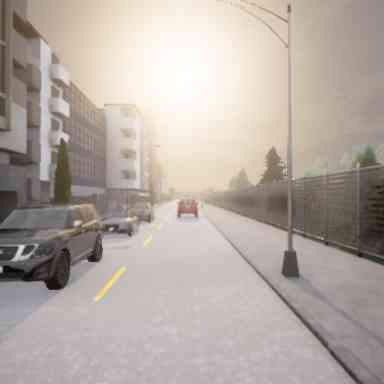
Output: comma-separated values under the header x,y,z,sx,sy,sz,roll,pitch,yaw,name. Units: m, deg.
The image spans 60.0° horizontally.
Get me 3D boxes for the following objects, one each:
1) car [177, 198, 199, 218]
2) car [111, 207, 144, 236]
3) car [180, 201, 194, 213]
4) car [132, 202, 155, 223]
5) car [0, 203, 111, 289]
x,y,z,sx,sy,sz,roll,pitch,yaw,name
-0.470,1.682,36.152,2.150,2.045,5.566,0,-1,-1,car
-4.341,1.822,19.869,1.994,1.385,4.181,0,-1,-1,car
-0.662,2.069,46.491,1.882,1.535,5.008,0,-1,0,car
-4.497,1.730,29.333,2.097,1.767,4.553,0,-1,0,car
-4.234,1.355,9.881,2.150,2.045,5.566,0,-1,-1,car
